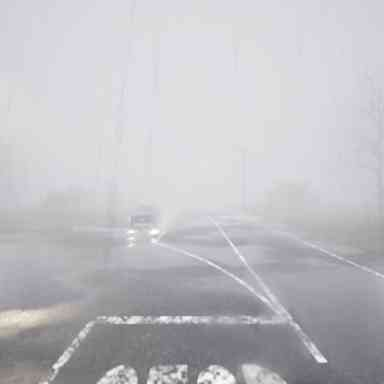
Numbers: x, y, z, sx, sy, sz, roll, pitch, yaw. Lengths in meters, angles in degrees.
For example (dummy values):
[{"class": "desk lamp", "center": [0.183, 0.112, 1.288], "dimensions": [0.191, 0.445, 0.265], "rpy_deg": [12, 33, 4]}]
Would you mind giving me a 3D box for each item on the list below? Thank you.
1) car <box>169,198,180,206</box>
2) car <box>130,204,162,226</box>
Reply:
[{"class": "car", "center": [-3.400, 1.948, 63.817], "dimensions": [2.128, 1.511, 4.902], "rpy_deg": [0, 0, 0]}, {"class": "car", "center": [-3.415, 1.667, 25.119], "dimensions": [1.882, 1.535, 5.008], "rpy_deg": [0, 0, 0]}]
